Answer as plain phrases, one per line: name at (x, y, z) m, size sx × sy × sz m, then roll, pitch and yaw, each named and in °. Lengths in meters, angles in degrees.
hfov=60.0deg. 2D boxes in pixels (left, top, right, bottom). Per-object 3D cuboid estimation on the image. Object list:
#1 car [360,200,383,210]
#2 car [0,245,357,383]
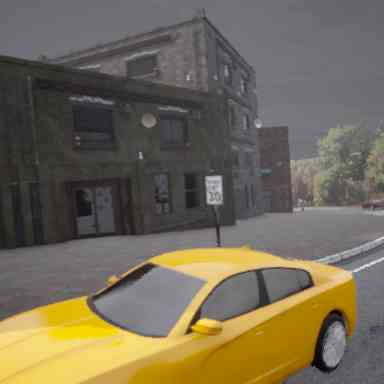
car at (28.404, 1.987, 52.387) m, size 1.882 × 1.535 × 5.008 m, roll -4°, pitch -2°, yaw -1°
car at (0.088, 1.491, 4.016) m, size 5.008 × 1.535 × 1.882 m, roll 0°, pitch 0°, yaw -38°
